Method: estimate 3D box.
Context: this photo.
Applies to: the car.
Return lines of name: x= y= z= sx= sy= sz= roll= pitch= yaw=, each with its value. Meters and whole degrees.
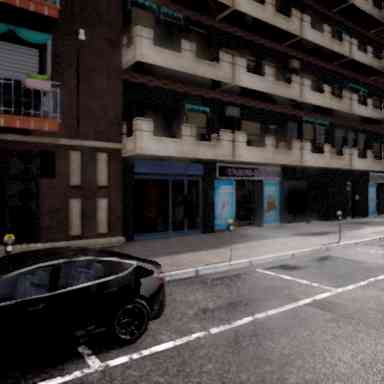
car: x=-2.401 y=1.562 z=4.842 sx=4.313 sy=1.339 sz=1.947 roll=0 pitch=0 yaw=-35
